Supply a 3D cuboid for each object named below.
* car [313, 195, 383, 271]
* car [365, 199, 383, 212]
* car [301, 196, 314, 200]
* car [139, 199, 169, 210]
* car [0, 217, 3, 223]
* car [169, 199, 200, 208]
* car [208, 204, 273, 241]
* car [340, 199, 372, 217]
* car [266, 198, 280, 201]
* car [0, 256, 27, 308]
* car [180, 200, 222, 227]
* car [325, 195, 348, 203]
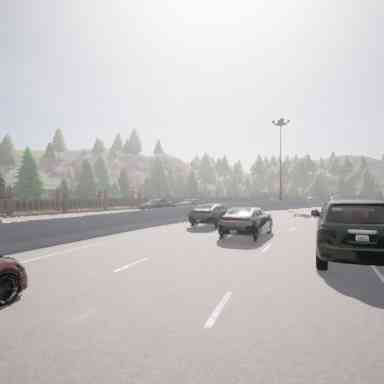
[{"bbox_3d":[5.138,1.223,10.669,2.150,2.045,5.566,0,0,21],"label":"car"},{"bbox_3d":[22.448,1.538,39.741,1.994,1.385,4.181,0,0,45],"label":"car"},{"bbox_3d":[24.532,1.609,68.847,4.902,1.511,2.128,0,0,-35],"label":"car"},{"bbox_3d":[-4.259,1.579,40.191,1.837,1.490,4.892,0,0,35],"label":"car"},{"bbox_3d":[-10.071,1.490,13.214,1.882,1.535,5.008,0,0,20],"label":"car"},{"bbox_3d":[-0.127,1.555,40.009,2.128,1.511,4.902,0,0,35],"label":"car"},{"bbox_3d":[2.786,1.496,16.683,2.128,1.511,4.902,0,0,24],"label":"car"},{"bbox_3d":[15.941,1.464,32.145,1.882,1.535,5.008,0,0,37],"label":"car"},{"bbox_3d":[12.085,1.582,49.306,1.812,1.442,4.674,-1,0,44],"label":"car"},{"bbox_3d":[-4.909,1.565,5.606,1.994,1.385,4.181,0,0,15],"label":"car"},{"bbox_3d":[1.495,1.505,22.096,2.128,1.511,4.902,0,0,27],"label":"car"},{"bbox_3d":[29.466,1.384,67.896,5.008,1.535,1.882,0,0,-32],"label":"car"}]
